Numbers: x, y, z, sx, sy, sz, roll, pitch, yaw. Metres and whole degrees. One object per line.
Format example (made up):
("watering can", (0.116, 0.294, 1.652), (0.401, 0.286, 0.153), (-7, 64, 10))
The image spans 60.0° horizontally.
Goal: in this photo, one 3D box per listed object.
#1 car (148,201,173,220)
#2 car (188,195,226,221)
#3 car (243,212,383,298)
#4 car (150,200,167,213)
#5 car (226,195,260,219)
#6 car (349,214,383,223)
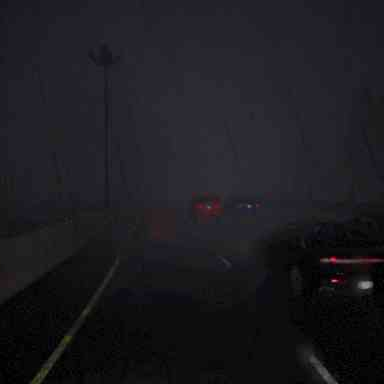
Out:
("car", (-2.701, 1.567, 28.630), (1.837, 1.490, 4.892), (0, 0, -7))
("car", (0.952, 1.270, 27.579), (2.150, 2.045, 5.566), (0, 0, -7))
("car", (3.017, 1.501, 8.560), (2.128, 1.511, 4.902), (0, 0, -4))
("car", (-4.079, 1.687, 40.233), (1.895, 1.301, 4.718), (0, 0, -7))
("car", (4.274, 1.264, 29.285), (2.150, 2.045, 5.566), (0, 0, -7))
("car", (6.242, 1.496, 11.585), (2.128, 1.511, 4.902), (0, 0, -5))
